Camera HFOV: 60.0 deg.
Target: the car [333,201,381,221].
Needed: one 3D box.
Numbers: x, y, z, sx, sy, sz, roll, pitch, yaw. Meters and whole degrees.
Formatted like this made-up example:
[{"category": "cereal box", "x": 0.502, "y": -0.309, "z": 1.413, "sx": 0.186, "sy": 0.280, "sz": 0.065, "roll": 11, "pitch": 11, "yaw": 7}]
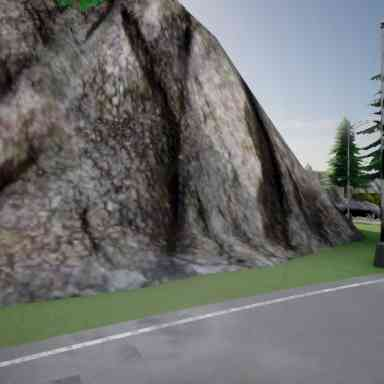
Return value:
[{"category": "car", "x": 13.951, "y": 1.499, "z": 27.348, "sx": 2.128, "sy": 1.511, "sz": 4.902, "roll": 0, "pitch": 0, "yaw": -25}]
